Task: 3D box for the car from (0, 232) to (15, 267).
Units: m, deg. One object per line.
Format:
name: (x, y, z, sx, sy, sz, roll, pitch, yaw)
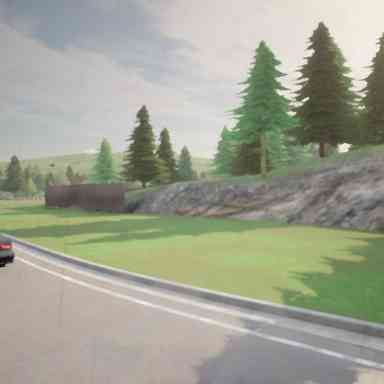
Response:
car: (-7.277, 1.580, 10.545, 2.033, 1.411, 5.357, 0, 0, -44)
